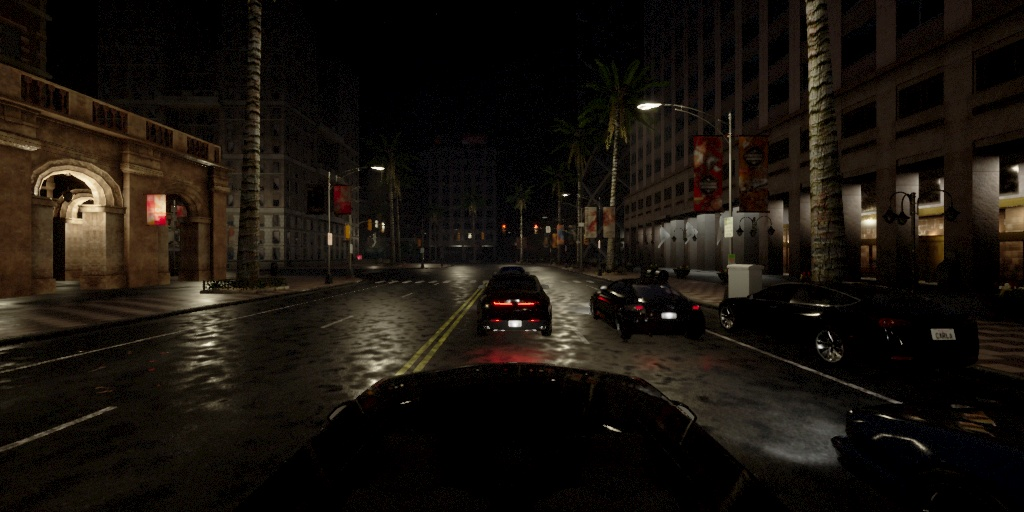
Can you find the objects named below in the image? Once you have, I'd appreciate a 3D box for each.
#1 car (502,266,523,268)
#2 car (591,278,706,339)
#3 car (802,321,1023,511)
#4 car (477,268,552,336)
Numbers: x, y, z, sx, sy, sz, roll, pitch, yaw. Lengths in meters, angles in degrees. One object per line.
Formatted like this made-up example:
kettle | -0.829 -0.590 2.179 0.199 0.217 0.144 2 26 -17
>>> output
car | 0.003 1.276 19.334 1.812 1.442 4.674 0 0 -2
car | 3.552 1.314 10.105 1.994 1.385 4.181 0 0 0
car | 3.610 1.297 0.482 2.033 1.411 5.357 0 0 0
car | 0.047 1.254 10.387 1.837 1.490 4.892 0 0 -1
